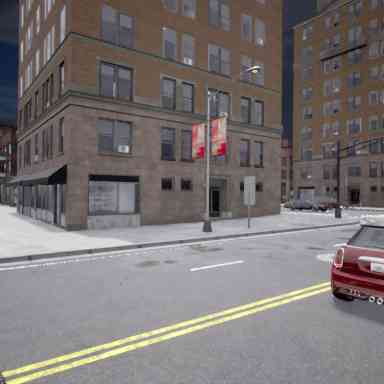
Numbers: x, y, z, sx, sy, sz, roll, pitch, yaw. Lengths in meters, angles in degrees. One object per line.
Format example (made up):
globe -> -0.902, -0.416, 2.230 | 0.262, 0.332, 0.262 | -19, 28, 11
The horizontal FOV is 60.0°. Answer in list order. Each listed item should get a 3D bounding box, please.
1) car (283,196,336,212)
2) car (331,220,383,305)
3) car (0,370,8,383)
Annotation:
car -> 12.897, 1.470, 37.465 | 2.033, 1.411, 5.357 | 1, 0, -36
car -> 5.017, 1.355, 7.105 | 4.553, 1.767, 2.097 | 0, 0, -36
car -> -3.603, 1.222, 0.864 | 5.566, 2.045, 2.150 | 0, 0, -36
